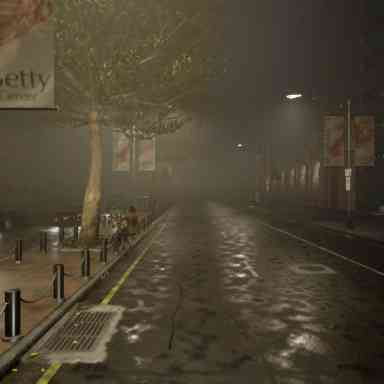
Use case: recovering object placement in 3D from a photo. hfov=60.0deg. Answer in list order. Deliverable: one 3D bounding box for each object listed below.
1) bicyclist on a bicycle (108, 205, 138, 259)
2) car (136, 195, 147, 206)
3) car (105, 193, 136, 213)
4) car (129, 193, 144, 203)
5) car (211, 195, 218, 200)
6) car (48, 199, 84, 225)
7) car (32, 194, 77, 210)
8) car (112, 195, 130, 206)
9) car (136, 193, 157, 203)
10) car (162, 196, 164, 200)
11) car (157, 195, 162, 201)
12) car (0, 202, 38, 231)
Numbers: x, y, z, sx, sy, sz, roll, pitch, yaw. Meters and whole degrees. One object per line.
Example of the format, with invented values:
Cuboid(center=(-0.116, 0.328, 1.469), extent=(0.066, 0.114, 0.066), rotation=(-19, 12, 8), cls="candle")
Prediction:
Cuboid(center=(-2.222, 1.191, 10.979), extent=(0.582, 1.620, 1.656), rotation=(6, 39, -46), cls="bicyclist on a bicycle")
Cuboid(center=(-8.316, 1.525, 50.163), extent=(1.812, 1.442, 4.674), rotation=(0, 0, 0), cls="car")
Cuboid(center=(-8.267, 1.223, 37.835), extent=(2.150, 2.045, 5.566), rotation=(0, 0, 0), cls="car")
Cuboid(center=(-11.818, 1.225, 71.115), extent=(2.150, 2.045, 5.566), rotation=(0, 0, 0), cls="car")
Cuboid(center=(6.327, 1.594, 94.073), extent=(1.895, 1.301, 4.718), rotation=(0, 0, 0), cls="car")
Cuboid(center=(-8.205, 1.507, 23.938), extent=(1.837, 1.490, 4.892), rotation=(0, -1, 0), cls="car")
Cuboid(center=(-17.822, 1.222, 43.291), extent=(5.566, 2.045, 2.150), rotation=(0, 1, -35), cls="car")
Cuboid(center=(-11.871, 1.351, 55.858), extent=(2.097, 1.767, 4.553), rotation=(0, 0, 0), cls="car")
Cuboid(center=(-8.340, 1.221, 61.169), extent=(2.150, 2.045, 5.566), rotation=(0, 0, 0), cls="car")
Cuboid(center=(-8.391, 1.522, 87.174), extent=(1.812, 1.442, 4.674), rotation=(0, 0, 0), cls="car")
Cuboid(center=(-8.322, 1.525, 72.012), extent=(2.128, 1.511, 4.902), rotation=(0, 0, 0), cls="car")
Cuboid(center=(-11.688, 1.562, 20.599), extent=(1.994, 1.385, 4.181), rotation=(0, 0, 0), cls="car")
